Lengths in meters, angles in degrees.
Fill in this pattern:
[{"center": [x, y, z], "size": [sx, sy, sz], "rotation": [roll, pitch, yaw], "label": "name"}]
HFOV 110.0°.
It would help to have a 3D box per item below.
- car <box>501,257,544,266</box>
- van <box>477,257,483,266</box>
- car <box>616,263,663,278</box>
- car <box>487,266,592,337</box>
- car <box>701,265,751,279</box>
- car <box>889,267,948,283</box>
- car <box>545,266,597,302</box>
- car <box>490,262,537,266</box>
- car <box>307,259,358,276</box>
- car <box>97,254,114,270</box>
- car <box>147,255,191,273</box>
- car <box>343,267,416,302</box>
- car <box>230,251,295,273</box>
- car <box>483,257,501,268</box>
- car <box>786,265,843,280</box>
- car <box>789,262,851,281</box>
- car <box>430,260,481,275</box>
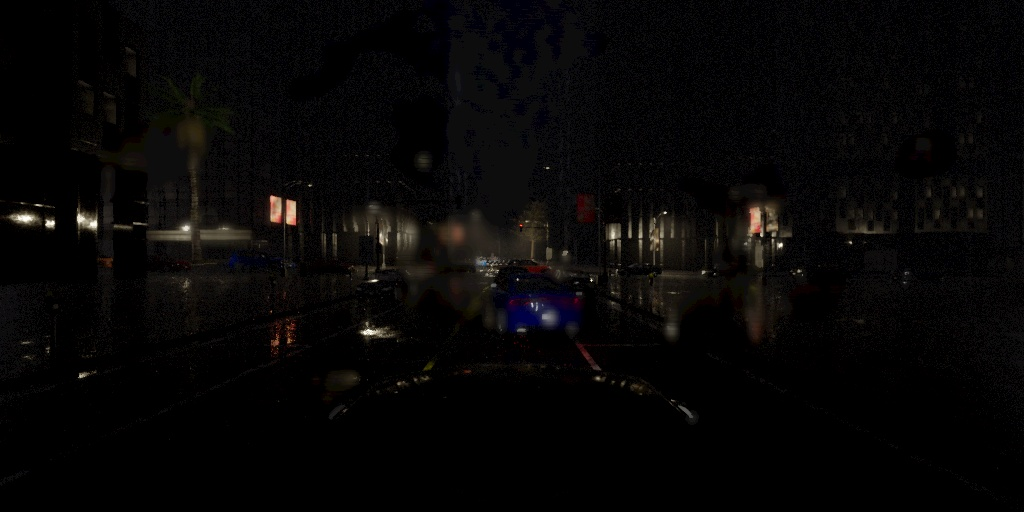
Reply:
[{"center": [1.517, 1.109, 32.250], "size": [4.553, 1.767, 2.097], "rotation": [0, 0, 0], "label": "car"}, {"center": [-5.493, 1.110, 64.562], "size": [1.690, 1.789, 3.998], "rotation": [0, 0, 1], "label": "van"}, {"center": [13.762, 1.530, 38.892], "size": [4.902, 1.511, 2.128], "rotation": [1, 0, -1], "label": "car"}, {"center": [0.469, 1.228, 10.476], "size": [1.882, 1.535, 5.008], "rotation": [0, 0, -8], "label": "car"}, {"center": [23.181, 1.706, 38.872], "size": [4.902, 1.511, 2.128], "rotation": [1, 0, 0], "label": "car"}, {"center": [43.827, 1.959, 38.750], "size": [4.553, 1.767, 2.097], "rotation": [1, 0, 1], "label": "car"}, {"center": [2.770, 1.302, 16.787], "size": [2.007, 1.370, 4.403], "rotation": [0, 0, 0], "label": "car"}, {"center": [0.075, 1.256, 17.996], "size": [1.837, 1.490, 4.892], "rotation": [0, 0, 0], "label": "car"}, {"center": [-16.243, 1.009, 32.318], "size": [4.674, 1.442, 1.812], "rotation": [1, 0, 0], "label": "car"}, {"center": [-41.623, 0.530, 35.681], "size": [5.008, 1.535, 1.882], "rotation": [1, 0, 0], "label": "car"}, {"center": [-31.902, 0.687, 32.379], "size": [5.008, 1.535, 1.882], "rotation": [1, 0, 0], "label": "car"}, {"center": [-5.756, 1.302, 16.794], "size": [2.007, 1.370, 4.403], "rotation": [0, 0, 0], "label": "car"}, {"center": [-24.734, 0.562, 35.590], "size": [5.566, 2.045, 2.150], "rotation": [1, 0, 0], "label": "car"}, {"center": [-2.882, 1.256, 56.158], "size": [2.128, 1.511, 4.902], "rotation": [0, 0, 2], "label": "car"}, {"center": [35.430, 1.931, 42.065], "size": [5.008, 1.535, 1.882], "rotation": [1, 0, 0], "label": "car"}, {"center": [33.343, 1.630, 38.826], "size": [5.566, 2.045, 2.150], "rotation": [1, 0, 0], "label": "car"}, {"center": [-6.060, 1.291, 37.434], "size": [4.718, 1.301, 1.895], "rotation": [1, 0, -26], "label": "car"}]
